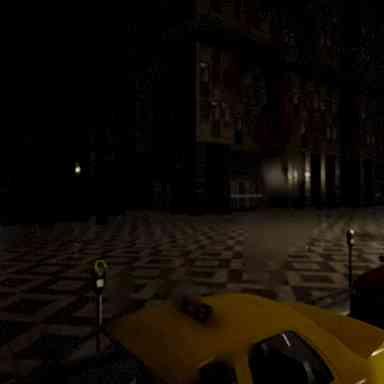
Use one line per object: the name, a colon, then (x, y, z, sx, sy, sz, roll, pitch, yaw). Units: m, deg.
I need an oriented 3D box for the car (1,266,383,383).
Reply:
car: (-0.188, 1.524, 2.414, 4.829, 1.417, 1.752, 0, 0, -36)

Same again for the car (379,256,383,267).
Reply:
car: (4.542, 1.542, 5.851, 4.507, 1.381, 1.887, 0, 0, -36)
